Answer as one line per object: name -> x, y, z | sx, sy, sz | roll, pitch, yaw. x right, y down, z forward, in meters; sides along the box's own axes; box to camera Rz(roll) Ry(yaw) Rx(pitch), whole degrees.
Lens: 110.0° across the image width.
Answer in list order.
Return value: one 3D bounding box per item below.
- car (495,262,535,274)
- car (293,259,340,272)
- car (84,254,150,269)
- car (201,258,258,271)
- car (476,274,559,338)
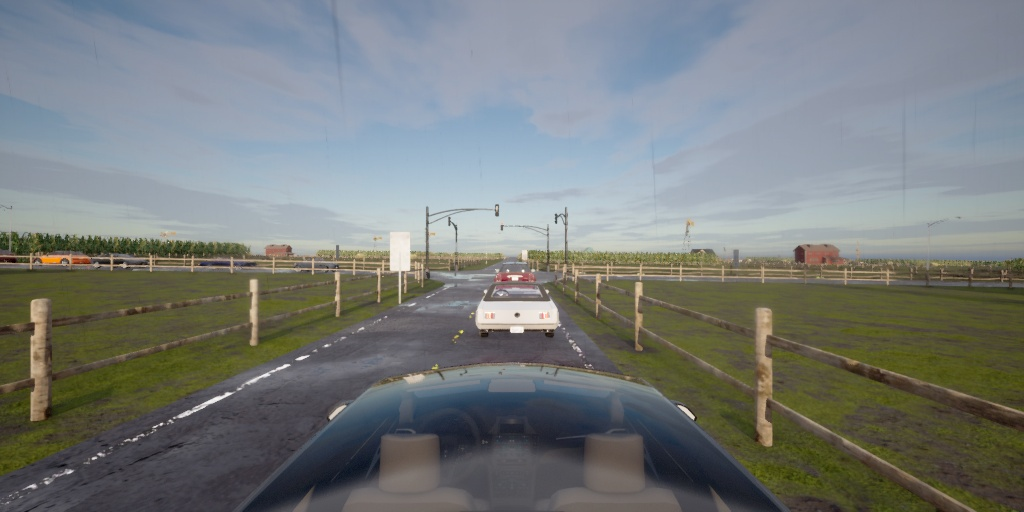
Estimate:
car -> 0.178, 1.103, 19.173 | 2.097, 1.767, 4.553 | 0, 0, 1
car -> -19.968, 0.962, 36.778 | 4.181, 1.385, 1.994 | 1, 0, 0
car -> -40.214, 0.538, 36.849 | 4.892, 1.490, 1.837 | 1, 0, 0
car -> -28.862, 0.837, 36.801 | 4.718, 1.301, 1.895 | 1, 0, 0
car -> 0.123, 1.351, 10.184 | 1.895, 1.301, 4.718 | 0, 0, 0
